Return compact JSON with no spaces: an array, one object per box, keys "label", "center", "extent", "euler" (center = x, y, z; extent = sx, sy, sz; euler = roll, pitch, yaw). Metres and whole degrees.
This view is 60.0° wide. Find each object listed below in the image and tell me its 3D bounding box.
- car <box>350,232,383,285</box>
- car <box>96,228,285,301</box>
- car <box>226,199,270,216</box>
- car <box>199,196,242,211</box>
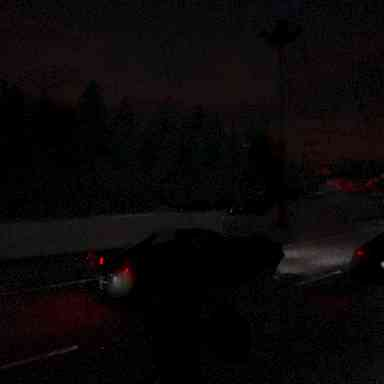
[{"label":"car","center":[5.740,1.503,8.244],"extent":[4.181,1.385,1.994],"euler":[-1,0,-38]},{"label":"car","center":[0.196,1.578,8.349],"extent":[4.718,1.301,1.895],"euler":[-1,0,-37]},{"label":"car","center":[5.248,1.408,30.777],"extent":[4.902,1.511,2.128],"euler":[-1,0,-42]},{"label":"car","center":[2.886,1.096,33.362],"extent":[4.181,1.385,1.994],"euler":[-1,0,-42]}]
